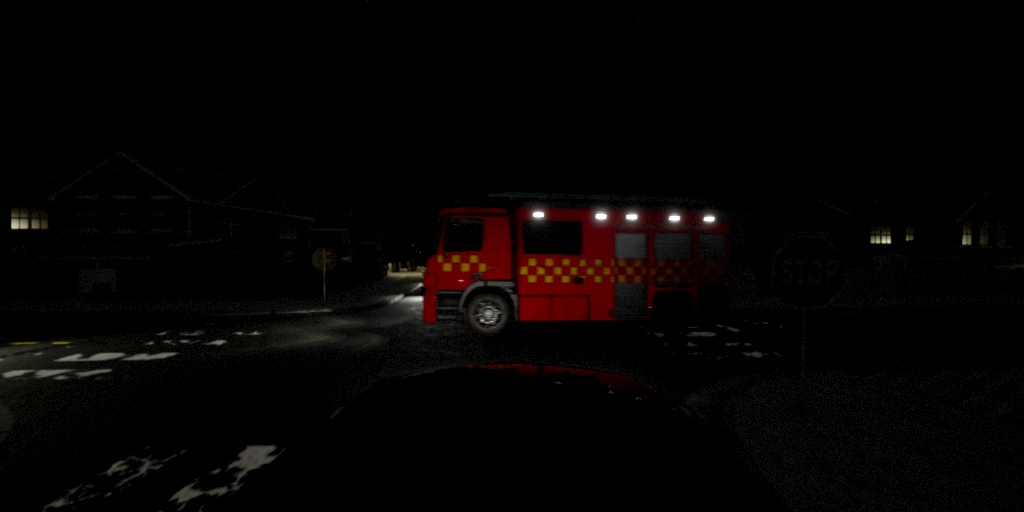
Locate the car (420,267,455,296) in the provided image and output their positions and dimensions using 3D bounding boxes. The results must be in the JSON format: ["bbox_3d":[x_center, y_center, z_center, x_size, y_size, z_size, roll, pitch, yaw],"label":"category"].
[{"bbox_3d":[-4.455,1.477,22.060,1.812,1.442,4.674,0,-1,-8],"label":"car"}]

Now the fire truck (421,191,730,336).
[{"bbox_3d":[1.797,0.188,10.793,8.468,3.827,2.891,1,0,-7],"label":"fire truck"}]

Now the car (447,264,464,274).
[{"bbox_3d":[-8.220,1.824,51.978,1.895,1.301,4.718,0,0,-15],"label":"car"}]

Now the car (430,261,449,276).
[{"bbox_3d":[-9.139,1.525,44.870,2.097,1.767,4.553,0,-1,-15],"label":"car"}]
